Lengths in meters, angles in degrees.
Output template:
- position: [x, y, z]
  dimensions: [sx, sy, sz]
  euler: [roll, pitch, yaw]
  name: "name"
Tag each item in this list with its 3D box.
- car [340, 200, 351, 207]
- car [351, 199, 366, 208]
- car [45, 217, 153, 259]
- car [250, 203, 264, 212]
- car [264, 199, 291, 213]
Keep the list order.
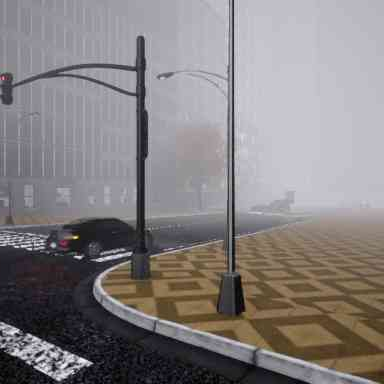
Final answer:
- position: [39.557, 3.205, 86.110]
  dimensions: [2.033, 1.411, 5.357]
  euler: [0, -1, 33]
  name: "car"
- position: [42.287, 3.146, 84.345]
  dimensions: [1.882, 1.535, 5.008]
  euler: [0, -1, 33]
  name: "car"
- position: [-3.549, 1.719, 13.463]
  dimensions: [1.812, 1.442, 4.674]
  euler: [0, -1, 33]
  name: "car"
- position: [11.072, 2.497, 54.029]
  dimensions: [1.994, 1.385, 4.181]
  euler: [0, -1, 33]
  name: "car"
- position: [13.788, 2.158, 52.244]
  dimensions: [2.150, 2.045, 5.566]
  euler: [0, -1, 33]
  name: "car"
